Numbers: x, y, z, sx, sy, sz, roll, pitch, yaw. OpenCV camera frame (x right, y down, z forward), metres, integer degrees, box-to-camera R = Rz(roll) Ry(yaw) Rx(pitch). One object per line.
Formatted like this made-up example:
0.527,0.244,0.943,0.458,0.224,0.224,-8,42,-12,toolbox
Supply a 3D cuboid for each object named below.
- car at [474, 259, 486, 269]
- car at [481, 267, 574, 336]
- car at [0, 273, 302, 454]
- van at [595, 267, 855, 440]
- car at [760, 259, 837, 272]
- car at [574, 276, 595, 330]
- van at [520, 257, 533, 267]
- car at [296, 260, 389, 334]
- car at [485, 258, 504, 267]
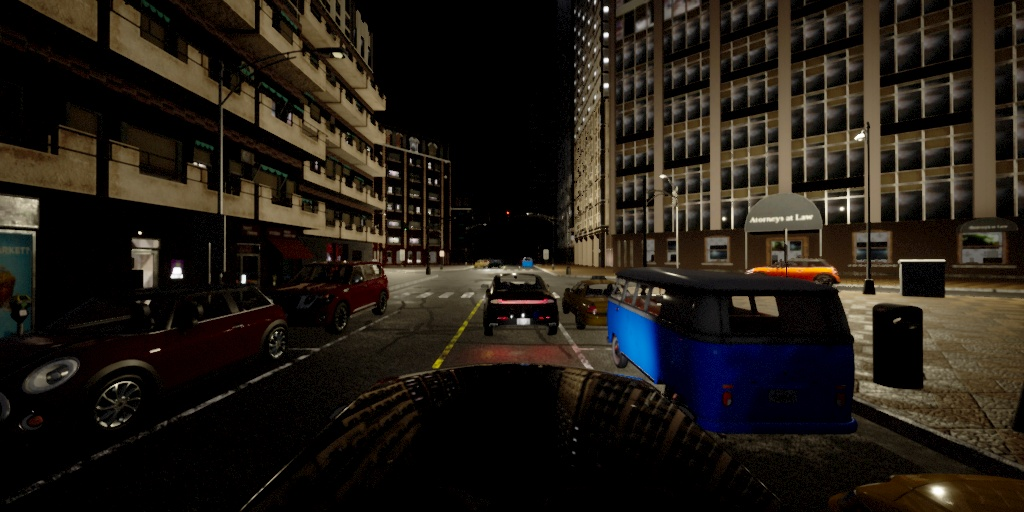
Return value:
-5.301,1.335,59.607,1.751,1.417,4.829,0,0,0,car
0.135,1.242,10.387,2.128,1.511,4.902,0,0,-3,car
-5.314,1.190,5.242,1.967,1.591,4.097,0,0,0,car
2.567,1.091,5.246,1.690,1.789,3.998,0,0,0,van
16.829,0.955,21.768,4.553,1.767,2.097,-1,-1,41,car
2.568,1.276,10.952,1.751,1.417,4.829,0,0,0,car
2.579,1.151,59.775,1.690,1.789,3.998,0,0,0,van
-5.312,1.065,10.778,2.192,1.841,5.009,0,0,0,car
-2.804,1.409,58.866,1.895,1.301,4.718,0,0,2,car
